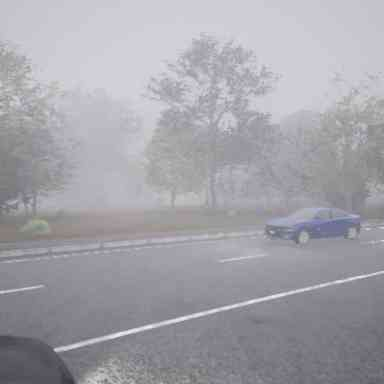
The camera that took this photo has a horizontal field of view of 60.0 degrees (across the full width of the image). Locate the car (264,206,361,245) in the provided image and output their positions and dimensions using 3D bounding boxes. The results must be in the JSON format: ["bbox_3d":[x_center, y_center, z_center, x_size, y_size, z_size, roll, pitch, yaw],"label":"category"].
[{"bbox_3d":[5.623,1.446,15.403,5.008,1.535,1.882,0,0,-28],"label":"car"}]

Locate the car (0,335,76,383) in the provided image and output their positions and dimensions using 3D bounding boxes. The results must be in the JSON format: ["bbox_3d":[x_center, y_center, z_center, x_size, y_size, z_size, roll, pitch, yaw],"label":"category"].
[{"bbox_3d":[-2.667,1.551,1.692,4.181,1.385,1.994,0,0,-36],"label":"car"}]
